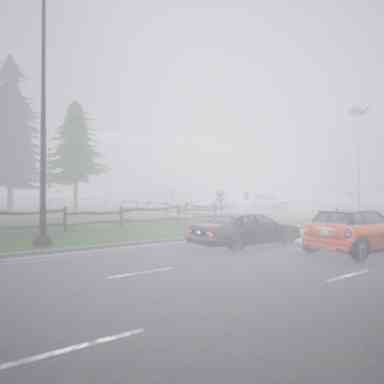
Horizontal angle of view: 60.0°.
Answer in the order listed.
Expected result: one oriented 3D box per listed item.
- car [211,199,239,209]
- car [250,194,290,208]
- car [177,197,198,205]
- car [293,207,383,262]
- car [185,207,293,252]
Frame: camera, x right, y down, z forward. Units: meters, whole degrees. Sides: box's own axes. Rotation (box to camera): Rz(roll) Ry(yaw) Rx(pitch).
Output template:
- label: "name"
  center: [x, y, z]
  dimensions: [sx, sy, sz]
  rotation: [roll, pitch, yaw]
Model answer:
- label: "car"
  center: [4.484, 1.662, 46.009]
  dimensions: [1.994, 1.385, 4.181]
  rotation: [0, 0, -35]
- label: "car"
  center: [10.209, 1.325, 43.932]
  dimensions: [2.150, 2.045, 5.566]
  rotation: [0, 1, -36]
- label: "car"
  center: [-0.834, 1.590, 59.815]
  dimensions: [1.882, 1.535, 5.008]
  rotation: [0, 0, -35]
- label: "car"
  center: [6.226, 1.392, 12.498]
  dimensions: [4.553, 1.767, 2.097]
  rotation: [0, 0, -35]
- label: "car"
  center: [2.290, 1.580, 13.992]
  dimensions: [5.357, 1.411, 2.033]
  rotation: [0, 0, -35]
